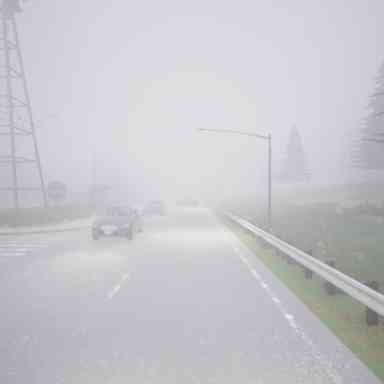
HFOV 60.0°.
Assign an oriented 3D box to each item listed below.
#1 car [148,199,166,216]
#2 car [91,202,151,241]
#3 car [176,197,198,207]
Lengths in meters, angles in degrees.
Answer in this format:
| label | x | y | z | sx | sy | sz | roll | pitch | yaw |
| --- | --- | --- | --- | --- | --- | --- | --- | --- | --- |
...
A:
| label | x | y | z | sx | sy | sz | roll | pitch | yaw |
| --- | --- | --- | --- | --- | --- | --- | --- | --- | --- |
| car | -3.594 | 1.495 | 32.656 | 1.837 | 1.490 | 4.892 | 0 | 0 | 0 |
| car | -3.611 | 1.488 | 16.834 | 2.128 | 1.511 | 4.902 | 0 | 0 | 0 |
| car | -0.810 | 1.478 | 52.605 | 2.128 | 1.511 | 4.902 | 0 | 0 | -29 |
